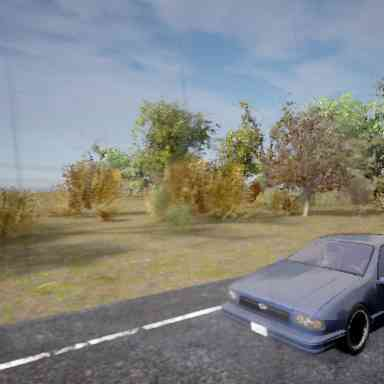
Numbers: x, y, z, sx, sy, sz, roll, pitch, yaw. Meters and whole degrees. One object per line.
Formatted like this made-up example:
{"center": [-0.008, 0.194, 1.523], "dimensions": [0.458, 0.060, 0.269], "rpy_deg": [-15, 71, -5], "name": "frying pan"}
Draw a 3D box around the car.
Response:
{"center": [3.093, 1.520, 6.227], "dimensions": [5.357, 1.411, 2.033], "rpy_deg": [0, 0, -36], "name": "car"}
